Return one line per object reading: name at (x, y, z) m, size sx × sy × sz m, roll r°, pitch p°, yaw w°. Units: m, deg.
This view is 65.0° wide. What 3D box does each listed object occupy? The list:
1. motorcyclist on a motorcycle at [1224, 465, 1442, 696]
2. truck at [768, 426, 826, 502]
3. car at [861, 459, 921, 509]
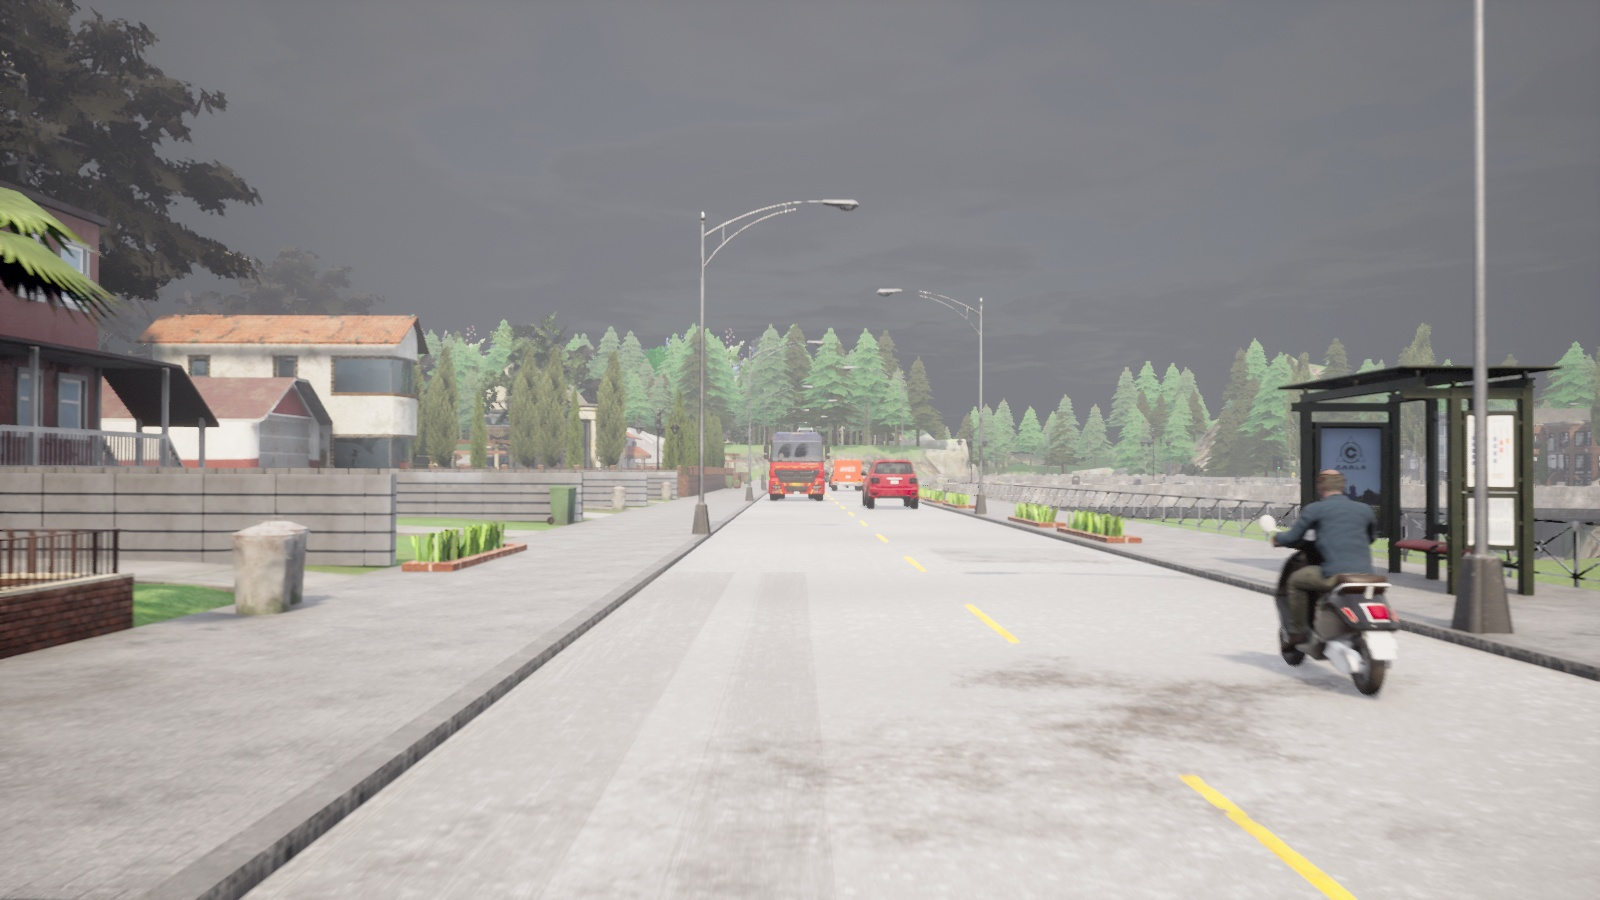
motorcyclist on a motorcycle at (3.978, 0.912, 9.562) m, size 0.866 × 1.590 × 1.817 m, roll 0°, pitch -1°, yaw 0°
truck at (-0.164, 0.781, 67.535) m, size 2.891 × 3.827 × 8.468 m, roll 0°, pitch -1°, yaw 0°
car at (3.872, 1.426, 54.239) m, size 2.150 × 2.045 × 5.566 m, roll 0°, pitch -1°, yaw 0°
